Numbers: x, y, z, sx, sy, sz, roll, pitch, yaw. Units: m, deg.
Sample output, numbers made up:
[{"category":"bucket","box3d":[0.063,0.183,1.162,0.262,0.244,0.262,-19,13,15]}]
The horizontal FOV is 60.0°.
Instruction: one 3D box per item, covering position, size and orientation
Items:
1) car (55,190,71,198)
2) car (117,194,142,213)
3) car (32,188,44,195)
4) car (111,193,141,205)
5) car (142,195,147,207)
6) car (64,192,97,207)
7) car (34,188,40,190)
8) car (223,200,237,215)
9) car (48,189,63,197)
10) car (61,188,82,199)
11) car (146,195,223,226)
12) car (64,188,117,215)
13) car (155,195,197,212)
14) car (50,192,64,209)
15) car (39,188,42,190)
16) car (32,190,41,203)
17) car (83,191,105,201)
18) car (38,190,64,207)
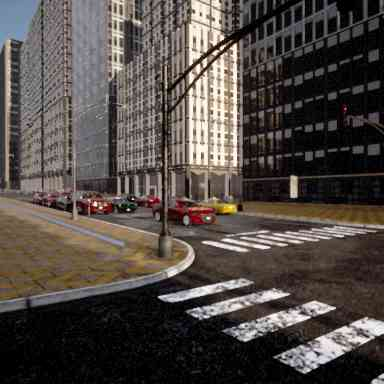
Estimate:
[{"category":"car","box3d":[-24.914,0.285,64.068,1.752,1.417,4.829,1,0,-36]},{"category":"car","box3d":[-6.512,1.109,29.018,1.895,1.301,4.718,0,1,-36]},{"category":"car","box3d":[-38.066,-0.213,82.085,1.967,1.590,4.097,1,0,-36]},{"category":"car","box3d":[-8.248,0.851,41.236,1.947,1.339,4.313,1,0,-36]},{"category":"car","box3d":[-4.934,0.972,36.697,1.802,1.307,4.206,1,0,-36]},{"category":"car","box3d":[-12.519,0.809,37.264,2.128,1.511,4.902,0,1,-36]},{"category":"car","box3d":[-34.753,-0.109,77.547,1.967,1.590,4.097,1,0,-36]},{"category":"car","box3d":[1.662,1.122,27.811,1.752,1.417,4.829,1,0,-36]},{"category":"car","box3d":[-28.128,0.209,68.469,2.008,1.369,4.403,1,0,-36]},{"category":"car","box3d":[-21.496,0.182,59.389,2.192,1.841,5.009,1,0,-36]},{"category":"car","box3d":[-0.599,1.174,20.907,1.882,1.535,5.008,0,1,-38]},{"category":"car","box3d":[-8.379,0.839,27.209,2.192,1.841,5.009,1,0,-36]},{"category":"car","box3d":[-1.621,1.061,32.158,1.947,1.339,4.313,1,0,-36]},{"category":"car","box3d":[-11.697,0.985,31.749,1.947,1.339,4.313,1,0,-36]},{"category":"car","box3d":[-31.442,0.099,73.008,1.887,1.381,4.507,1,0,-36]},{"category":"car","box3d":[-18.324,0.791,40.825,1.802,1.307,4.206,1,0,-36]},{"category":"car","box3d":[-14.874,0.641,50.314,1.947,1.339,4.313,1,0,-36]},{"category":"car","box3d":[-15.010,0.859,36.287,1.887,1.381,4.507,1,0,-36]}]
